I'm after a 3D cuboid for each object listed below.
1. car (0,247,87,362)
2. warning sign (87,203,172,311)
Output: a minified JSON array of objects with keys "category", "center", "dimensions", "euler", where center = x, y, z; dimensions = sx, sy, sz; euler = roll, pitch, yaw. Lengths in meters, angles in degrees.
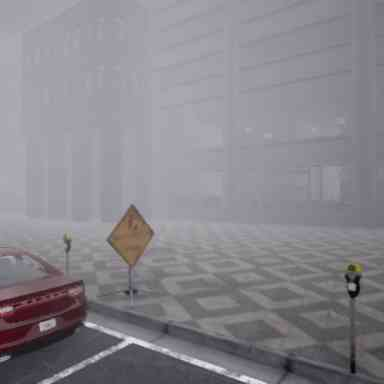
[{"category":"car","center":[-3.682,1.606,5.604],"dimensions":[4.507,1.381,1.887],"euler":[-1,0,35]},{"category":"warning sign","center":[-1.226,1.163,6.671],"dimensions":[1.060,1.860,1.300],"euler":[0,0,35]}]
